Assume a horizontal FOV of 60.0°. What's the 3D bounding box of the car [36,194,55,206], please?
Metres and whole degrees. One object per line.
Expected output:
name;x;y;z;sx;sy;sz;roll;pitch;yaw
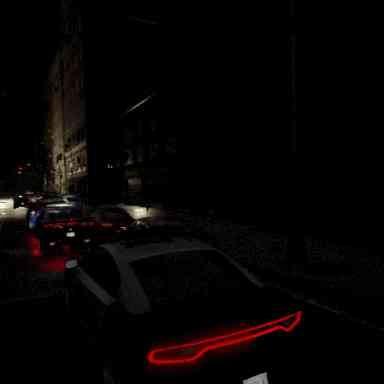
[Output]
car;-19.664;1.048;44.589;1.947;1.339;4.313;-2;2;-28

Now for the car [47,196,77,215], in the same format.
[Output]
car;-11.661;1.170;29.612;1.887;1.381;4.507;-2;2;-28

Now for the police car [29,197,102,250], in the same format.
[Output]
police car;-5.424;1.248;13.785;1.930;1.638;5.238;-2;1;-28

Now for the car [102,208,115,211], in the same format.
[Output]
car;-3.657;1.341;14.637;1.802;1.307;4.206;-2;2;-28

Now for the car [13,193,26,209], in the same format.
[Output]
car;-19.362;1.190;38.022;1.994;1.385;4.181;-2;2;-28

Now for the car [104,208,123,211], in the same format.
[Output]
car;-0.990;1.347;9.644;1.887;1.381;4.507;-2;2;-28

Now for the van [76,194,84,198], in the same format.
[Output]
van;-8.999;1.012;24.615;1.690;1.788;3.998;-2;2;-28

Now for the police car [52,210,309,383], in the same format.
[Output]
police car;-0.711;1.323;4.966;1.930;1.638;5.238;-2;1;-28

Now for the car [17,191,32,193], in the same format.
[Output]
car;-25.277;1.009;49.031;2.128;1.511;4.902;-2;2;-28

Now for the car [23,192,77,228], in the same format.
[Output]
car;-8.188;1.128;18.951;2.097;1.767;4.553;-2;1;-28

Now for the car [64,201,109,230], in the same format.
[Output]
car;-6.325;1.297;19.629;1.802;1.307;4.206;-2;2;-28
